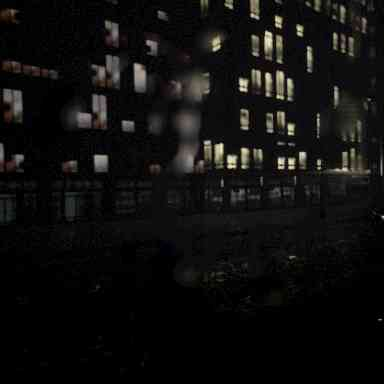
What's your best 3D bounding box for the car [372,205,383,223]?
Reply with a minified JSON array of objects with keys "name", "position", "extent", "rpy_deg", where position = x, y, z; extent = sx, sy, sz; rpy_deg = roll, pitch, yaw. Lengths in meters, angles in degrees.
[{"name":"car","position":[13.360,1.211,21.192],"extent":[4.892,1.490,1.837],"rpy_deg":[-1,1,-35]}]
